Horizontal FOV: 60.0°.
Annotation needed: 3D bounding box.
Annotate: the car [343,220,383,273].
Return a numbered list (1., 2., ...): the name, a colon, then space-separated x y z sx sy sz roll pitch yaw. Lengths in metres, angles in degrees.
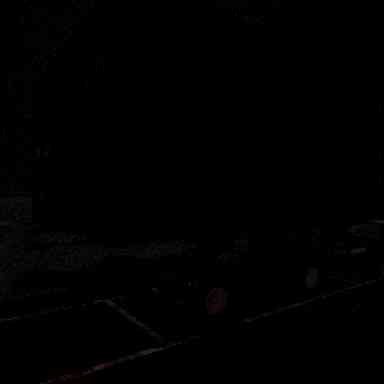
1. car: 5.631 1.569 10.577 4.206 1.307 1.802 0 0 -36

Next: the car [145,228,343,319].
1. car: 1.140 1.539 7.358 4.507 1.381 1.887 0 0 -36
